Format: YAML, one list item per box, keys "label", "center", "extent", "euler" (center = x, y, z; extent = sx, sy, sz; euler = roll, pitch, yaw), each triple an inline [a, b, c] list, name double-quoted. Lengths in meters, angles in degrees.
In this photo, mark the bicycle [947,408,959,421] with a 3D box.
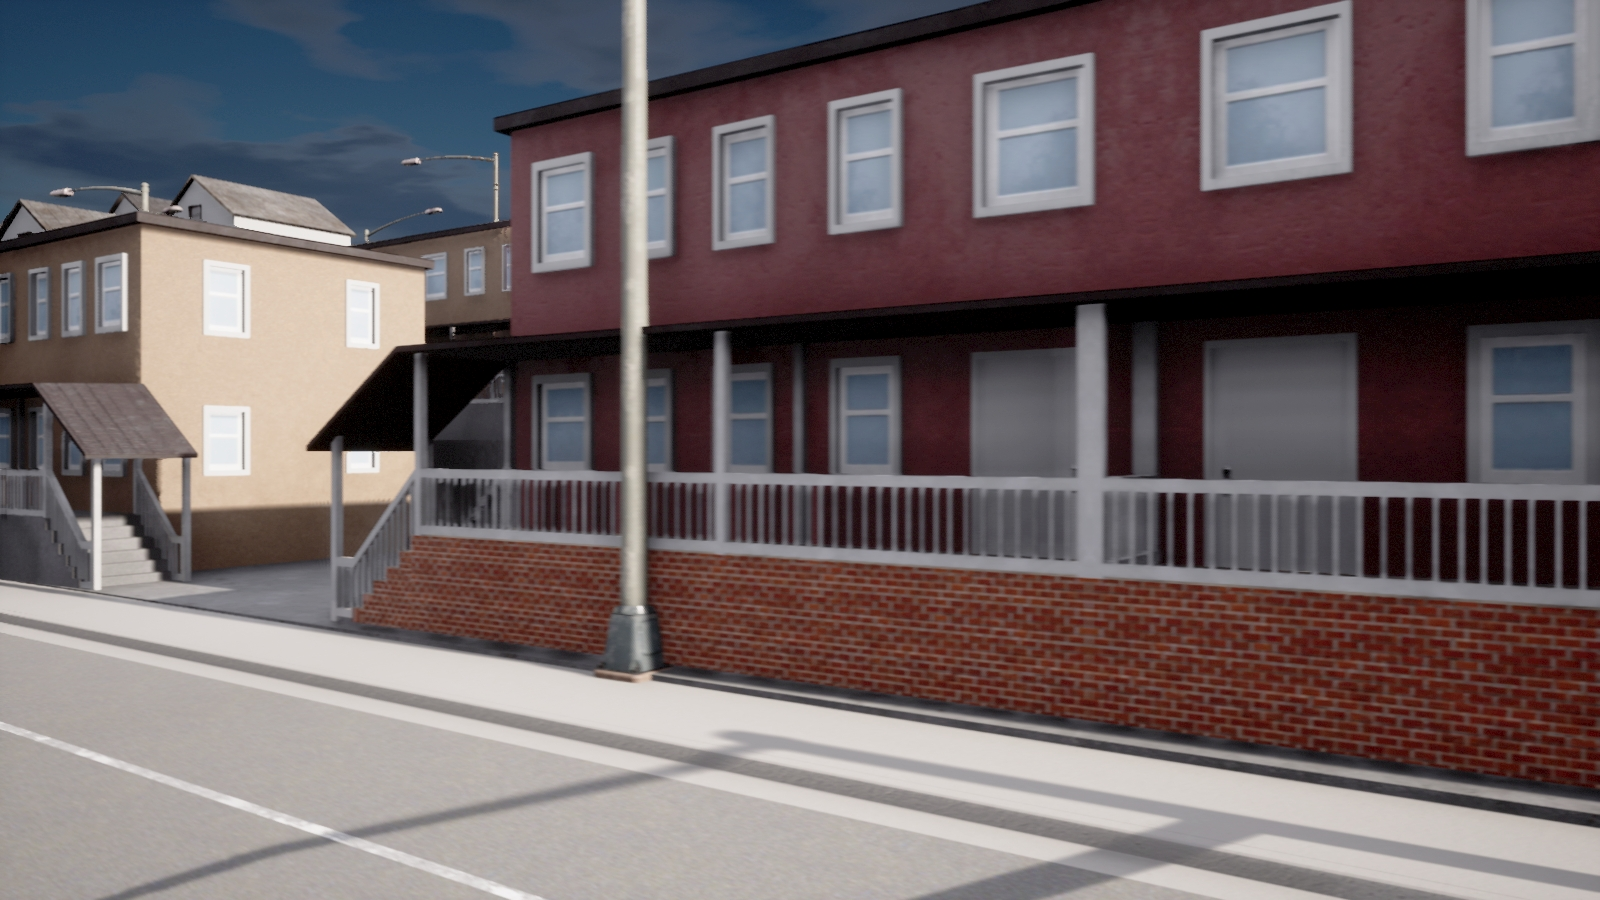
- label: "bicycle"
  center: [16.601, -3.819, 123.997]
  extent: [0.329, 1.229, 1.835]
  euler: [0, 8, 35]
